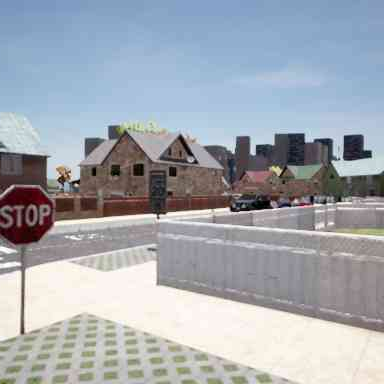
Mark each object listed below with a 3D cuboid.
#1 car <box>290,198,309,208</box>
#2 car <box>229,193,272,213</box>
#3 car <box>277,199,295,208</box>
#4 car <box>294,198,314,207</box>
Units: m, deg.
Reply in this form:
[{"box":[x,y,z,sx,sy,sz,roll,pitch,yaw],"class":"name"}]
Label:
[{"box":[16.481,1.636,51.129,1.895,1.301,4.718,1,0,7],"class":"car"},{"box":[5.610,1.178,31.161,2.150,2.045,5.566,2,1,35],"class":"car"},{"box":[12.911,1.646,46.615,1.895,1.301,4.718,1,0,13],"class":"car"},{"box":[14.105,1.621,41.362,1.994,1.385,4.181,1,0,19],"class":"car"}]
